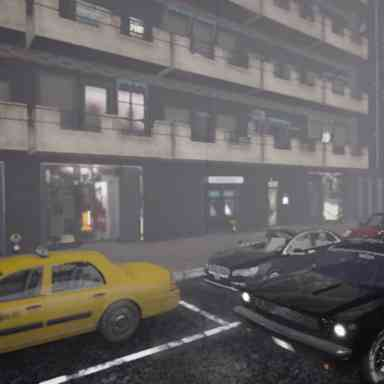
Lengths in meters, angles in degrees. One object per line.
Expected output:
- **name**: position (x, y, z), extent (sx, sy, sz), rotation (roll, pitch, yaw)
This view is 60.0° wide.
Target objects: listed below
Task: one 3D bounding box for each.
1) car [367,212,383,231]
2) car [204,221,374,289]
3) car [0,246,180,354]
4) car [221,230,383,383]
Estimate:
- **car**: position (6.948, 1.423, 11.508), extent (4.097, 1.590, 1.967), rotation (0, -1, -35)
- **car**: position (2.306, 1.542, 8.241), extent (4.403, 1.369, 2.008), rotation (0, -1, -35)
- **car**: position (-2.486, 1.525, 4.889), extent (4.829, 1.417, 1.752), rotation (0, -1, -35)
- **car**: position (2.940, 1.593, 5.465), extent (4.718, 1.301, 1.895), rotation (0, 0, -35)
